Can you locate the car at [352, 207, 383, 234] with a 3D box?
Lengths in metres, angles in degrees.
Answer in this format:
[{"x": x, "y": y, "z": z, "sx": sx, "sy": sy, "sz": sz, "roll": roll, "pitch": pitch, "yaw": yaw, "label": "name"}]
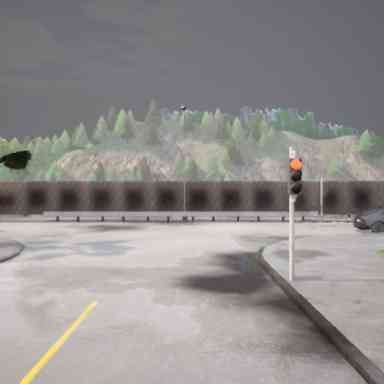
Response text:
[{"x": 11.330, "y": 1.558, "z": 18.653, "sx": 4.181, "sy": 1.385, "sz": 1.994, "roll": 0, "pitch": 0, "yaw": 0, "label": "car"}]
